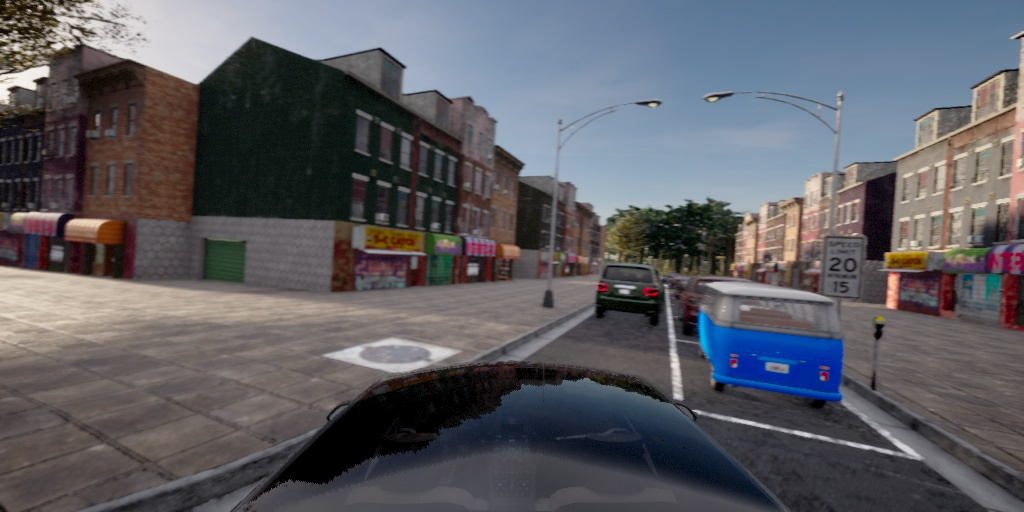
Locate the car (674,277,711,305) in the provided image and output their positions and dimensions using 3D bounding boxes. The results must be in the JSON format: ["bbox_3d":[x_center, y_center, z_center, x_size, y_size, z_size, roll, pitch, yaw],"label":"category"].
[{"bbox_3d":[11.869,2.208,23.836,1.812,1.442,4.674,4,0,23],"label":"car"}]

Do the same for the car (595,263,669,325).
[{"bbox_3d":[4.806,1.354,14.188,2.150,2.045,5.566,4,0,25],"label":"car"}]

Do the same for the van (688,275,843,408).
[{"bbox_3d":[4.487,1.421,6.843,1.690,1.789,3.998,0,0,23],"label":"van"}]

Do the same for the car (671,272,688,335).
[{"bbox_3d":[6.598,1.567,11.817,2.192,1.841,5.009,0,0,23],"label":"car"}]

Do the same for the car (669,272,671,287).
[{"bbox_3d":[17.151,2.670,36.688,1.888,1.381,4.507,0,0,23],"label":"car"}]
